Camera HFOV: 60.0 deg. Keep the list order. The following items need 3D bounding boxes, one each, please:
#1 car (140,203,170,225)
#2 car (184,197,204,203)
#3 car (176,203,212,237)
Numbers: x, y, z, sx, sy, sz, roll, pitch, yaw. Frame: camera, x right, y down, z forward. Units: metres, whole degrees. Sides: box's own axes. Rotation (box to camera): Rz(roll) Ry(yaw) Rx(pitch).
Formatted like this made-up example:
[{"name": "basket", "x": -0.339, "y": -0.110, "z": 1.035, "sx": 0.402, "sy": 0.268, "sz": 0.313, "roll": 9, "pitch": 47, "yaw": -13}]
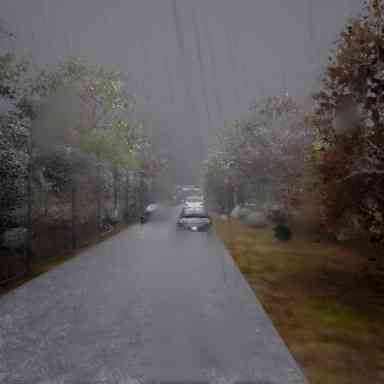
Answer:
[{"name": "car", "x": -2.790, "y": 1.655, "z": 25.929, "sx": 1.882, "sy": 1.535, "sz": 5.008, "roll": 0, "pitch": -1, "yaw": 0}, {"name": "car", "x": 0.234, "y": 1.597, "z": 38.486, "sx": 2.150, "sy": 2.045, "sz": 5.566, "roll": 0, "pitch": -1, "yaw": 0}, {"name": "car", "x": 0.124, "y": 1.587, "z": 18.749, "sx": 2.128, "sy": 1.511, "sz": 4.902, "roll": 0, "pitch": -1, "yaw": 0}]
